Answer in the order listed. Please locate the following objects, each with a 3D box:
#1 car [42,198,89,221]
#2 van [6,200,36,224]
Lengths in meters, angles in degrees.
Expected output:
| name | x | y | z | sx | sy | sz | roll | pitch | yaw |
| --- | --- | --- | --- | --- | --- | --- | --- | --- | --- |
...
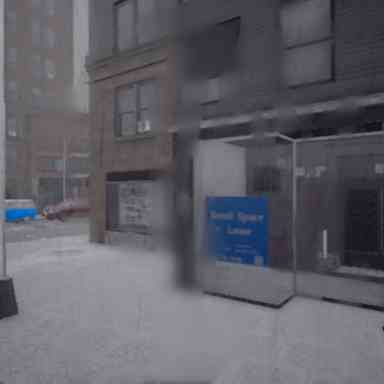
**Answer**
| name | x | y | z | sx | sy | sz | roll | pitch | yaw |
| --- | --- | --- | --- | --- | --- | --- | --- | --- | --- |
| car | -10.107 | 1.432 | 28.457 | 2.192 | 1.841 | 5.009 | 0 | 0 | 36 |
| van | -13.386 | 1.453 | 23.922 | 1.690 | 1.788 | 3.998 | 0 | 0 | 36 |
